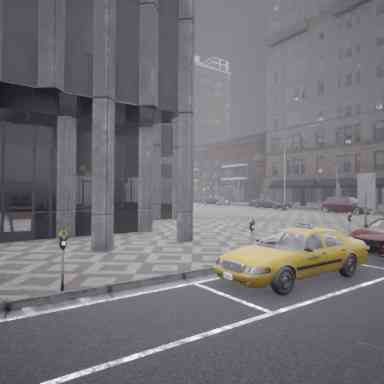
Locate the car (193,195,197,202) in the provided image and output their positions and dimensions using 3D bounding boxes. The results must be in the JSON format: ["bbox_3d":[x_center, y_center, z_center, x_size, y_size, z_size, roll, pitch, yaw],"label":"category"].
[{"bbox_3d":[-0.127,1.152,57.526,2.033,1.411,5.357,1,0,-35],"label":"car"}]

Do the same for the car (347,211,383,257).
[{"bbox_3d":[7.472,1.547,12.077,4.507,1.381,1.887,0,1,-35],"label":"car"}]

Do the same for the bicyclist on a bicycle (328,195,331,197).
[{"bbox_3d":[16.313,1.159,39.451,1.656,1.620,0.582,0,0,-35],"label":"bicyclist on a bicycle"}]

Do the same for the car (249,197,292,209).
[{"bbox_3d":[9.035,1.307,38.947,2.033,1.411,5.357,1,0,-35],"label":"car"}]

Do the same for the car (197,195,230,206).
[{"bbox_3d":[3.367,1.161,47.018,2.128,1.511,4.902,1,0,-35],"label":"car"}]

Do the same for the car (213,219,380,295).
[{"bbox_3d":[2.753,1.527,8.714,4.829,1.417,1.752,0,1,-35],"label":"car"}]

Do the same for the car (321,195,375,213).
[{"bbox_3d":[14.543,1.198,31.127,2.097,1.767,4.553,1,0,-35],"label":"car"}]
